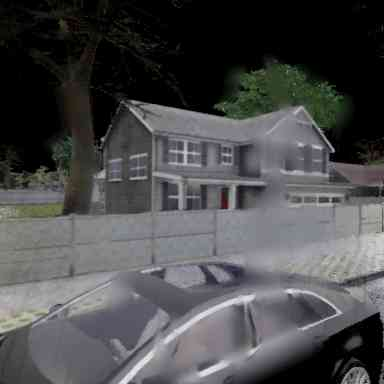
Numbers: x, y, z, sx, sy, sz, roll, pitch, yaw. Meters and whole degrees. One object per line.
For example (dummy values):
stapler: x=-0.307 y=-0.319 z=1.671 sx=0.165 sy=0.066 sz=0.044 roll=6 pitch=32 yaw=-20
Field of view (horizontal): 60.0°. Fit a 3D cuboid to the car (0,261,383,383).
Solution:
car: x=-0.193 y=1.494 z=2.931 sx=4.902 sy=1.511 sz=2.128 roll=0 pitch=0 yaw=-35
